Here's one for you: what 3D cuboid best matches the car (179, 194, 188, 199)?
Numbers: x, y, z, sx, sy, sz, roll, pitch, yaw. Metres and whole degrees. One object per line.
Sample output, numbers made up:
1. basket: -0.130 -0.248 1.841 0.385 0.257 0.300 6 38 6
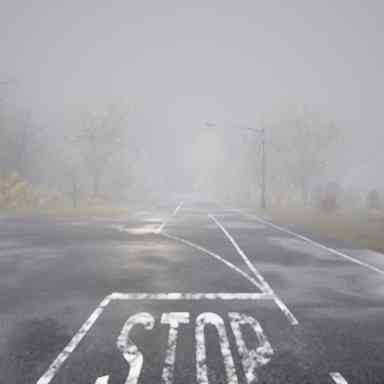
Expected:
1. car: -2.299 1.276 90.079 1.994 1.385 4.181 0 0 6
